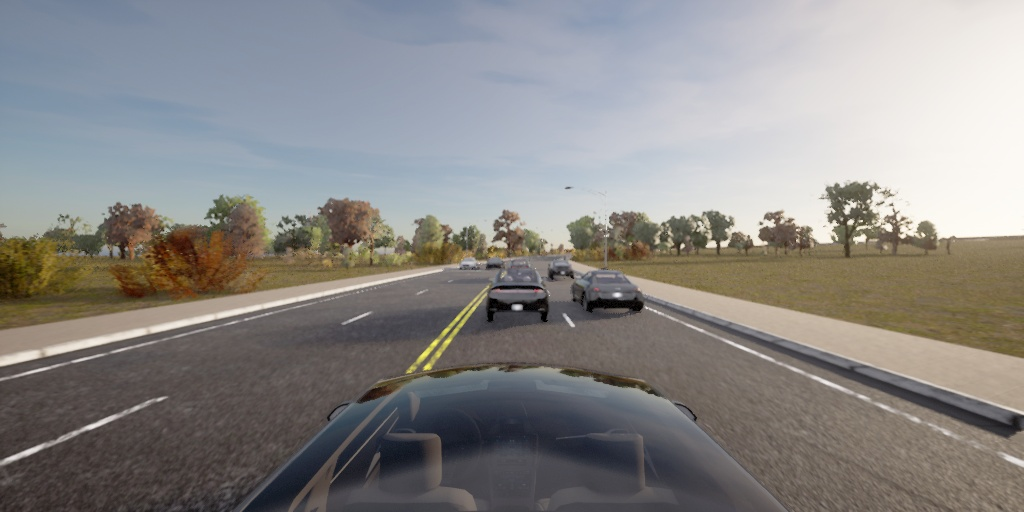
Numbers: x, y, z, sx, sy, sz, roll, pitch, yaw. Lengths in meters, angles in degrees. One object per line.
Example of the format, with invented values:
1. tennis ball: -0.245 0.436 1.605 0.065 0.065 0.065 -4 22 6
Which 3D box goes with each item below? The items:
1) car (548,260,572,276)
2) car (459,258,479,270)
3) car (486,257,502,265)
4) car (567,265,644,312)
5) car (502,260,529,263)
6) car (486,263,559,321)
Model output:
1. car: 3.936 1.059 29.336 1.812 1.442 4.674 0 0 2
2. car: -5.238 0.932 44.172 1.812 1.442 4.674 0 1 4
3. car: -2.024 0.891 43.547 1.882 1.535 5.008 0 1 4
4. car: 3.476 1.222 13.686 1.994 1.385 4.181 0 0 1
5. car: 0.649 1.032 28.408 2.128 1.511 4.902 0 0 2
6. car: 0.190 1.161 12.113 2.128 1.511 4.902 0 0 1
